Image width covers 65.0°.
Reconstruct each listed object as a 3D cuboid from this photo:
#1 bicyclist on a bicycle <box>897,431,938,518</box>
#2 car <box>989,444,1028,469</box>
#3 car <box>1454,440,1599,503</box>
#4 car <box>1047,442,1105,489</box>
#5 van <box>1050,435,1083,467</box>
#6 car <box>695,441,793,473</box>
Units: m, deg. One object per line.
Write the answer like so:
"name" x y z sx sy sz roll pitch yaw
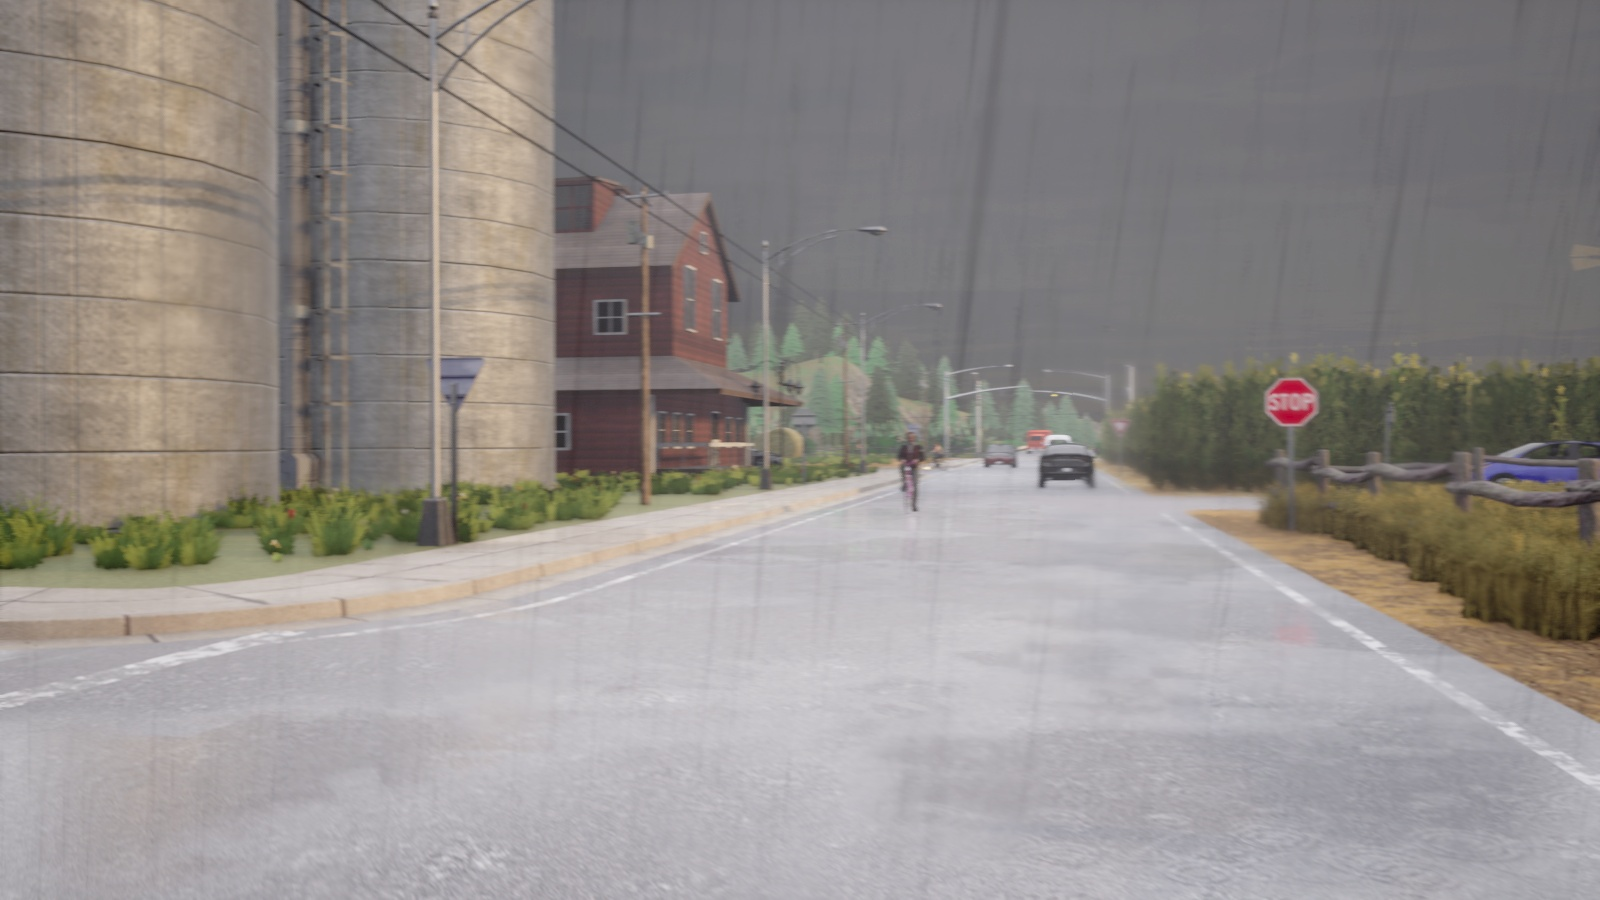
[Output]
"bicyclist on a bicycle" 2.493 0.495 26.579 0.659 1.776 1.843 0 0 12
"car" 12.921 0.374 77.671 2.163 1.488 4.792 0 0 12
"car" 18.933 0.511 31.074 4.514 1.525 2.007 0 0 12
"car" 9.557 0.510 43.688 1.882 1.535 5.008 0 0 12
"van" 17.351 0.069 81.870 2.069 2.038 4.480 0 0 12
"car" -2.937 0.365 66.686 4.856 1.649 2.033 0 0 11
